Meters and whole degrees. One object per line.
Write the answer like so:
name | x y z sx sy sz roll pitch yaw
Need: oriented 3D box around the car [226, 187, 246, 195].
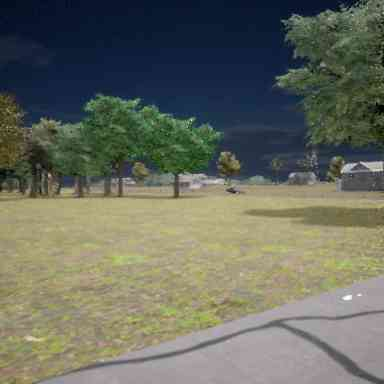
car | 9.383 -0.209 71.163 1.837 1.490 4.892 1 0 -36
